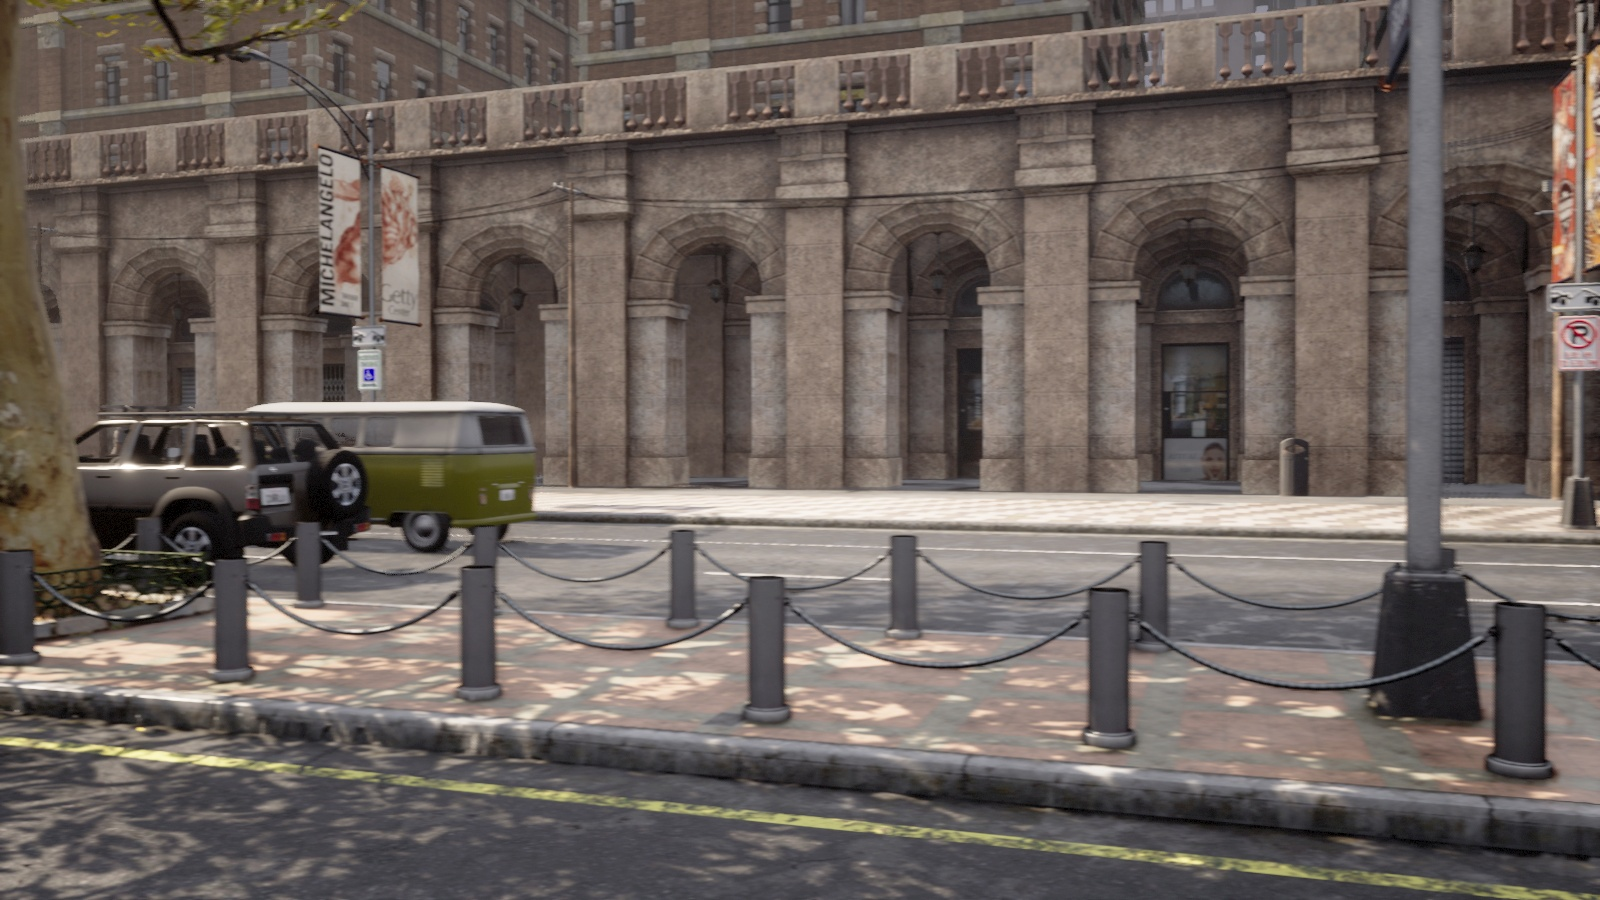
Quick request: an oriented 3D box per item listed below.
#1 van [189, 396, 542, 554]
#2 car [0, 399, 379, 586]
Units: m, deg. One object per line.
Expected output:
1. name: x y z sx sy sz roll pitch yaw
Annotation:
1. van: -5.977 0.279 17.332 4.442 1.987 1.775 1 1 19
2. car: -7.273 0.390 14.078 4.605 1.855 1.932 1 1 18
